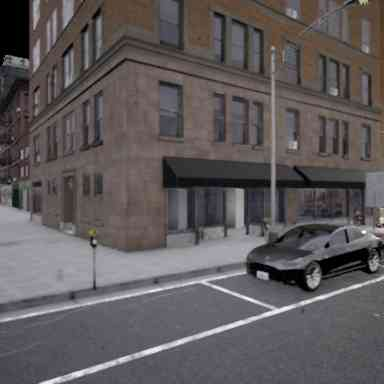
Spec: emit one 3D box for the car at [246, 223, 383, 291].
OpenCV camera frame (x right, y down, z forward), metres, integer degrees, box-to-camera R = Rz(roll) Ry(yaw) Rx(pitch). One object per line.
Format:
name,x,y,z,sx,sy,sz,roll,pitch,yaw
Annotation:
car,3.408,1.555,8.967,4.313,1.339,1.947,0,0,-36
